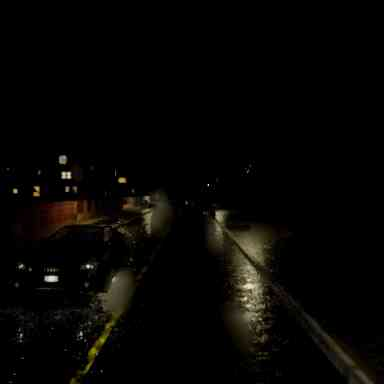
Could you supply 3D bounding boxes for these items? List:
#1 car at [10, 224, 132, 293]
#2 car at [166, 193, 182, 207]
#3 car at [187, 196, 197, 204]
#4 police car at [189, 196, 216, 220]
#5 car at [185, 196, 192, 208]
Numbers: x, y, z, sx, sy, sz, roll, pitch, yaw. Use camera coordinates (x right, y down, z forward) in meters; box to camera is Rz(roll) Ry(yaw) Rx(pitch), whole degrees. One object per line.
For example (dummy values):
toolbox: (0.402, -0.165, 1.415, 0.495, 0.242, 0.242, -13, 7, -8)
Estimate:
car: (-2.853, 1.569, 8.732, 1.994, 1.385, 4.181, 0, 0, 0)
car: (-2.824, 1.237, 52.355, 2.150, 2.045, 5.566, 0, 0, 0)
car: (-0.007, 1.521, 63.093, 1.837, 1.490, 4.892, 0, 0, 0)
police car: (0.957, 1.437, 28.771, 1.930, 1.638, 5.238, 0, 0, 0)
car: (-0.002, 1.563, 47.490, 2.033, 1.411, 5.357, 0, 0, 0)
